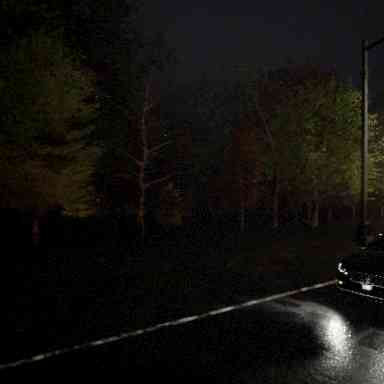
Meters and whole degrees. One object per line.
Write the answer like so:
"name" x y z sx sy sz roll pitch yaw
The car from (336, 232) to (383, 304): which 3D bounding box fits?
"car" 5.338 1.605 7.802 4.892 1.490 1.837 1 0 -36
